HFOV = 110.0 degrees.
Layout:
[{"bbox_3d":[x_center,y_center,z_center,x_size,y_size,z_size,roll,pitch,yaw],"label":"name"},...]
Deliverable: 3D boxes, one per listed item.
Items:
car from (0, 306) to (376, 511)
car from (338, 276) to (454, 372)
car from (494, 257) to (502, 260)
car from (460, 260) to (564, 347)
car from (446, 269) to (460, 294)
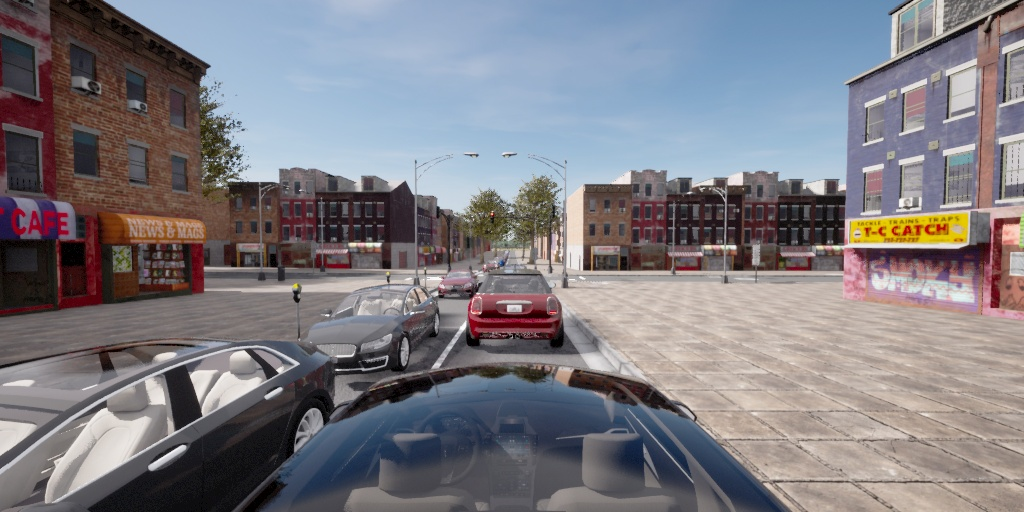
[{"bbox_3d":[-2.640,1.300,2.009,2.007,1.370,4.403,0,0,0],"label":"car"},{"bbox_3d":[-2.631,1.298,7.457,2.007,1.370,4.403,0,0,0],"label":"car"},{"bbox_3d":[-2.568,1.233,45.127,1.967,1.591,4.097,0,0,0],"label":"car"},{"bbox_3d":[0.110,1.099,9.501,2.097,1.767,4.553,0,0,2],"label":"car"},{"bbox_3d":[-2.613,1.332,18.351,1.802,1.307,4.207,0,0,0],"label":"car"}]
